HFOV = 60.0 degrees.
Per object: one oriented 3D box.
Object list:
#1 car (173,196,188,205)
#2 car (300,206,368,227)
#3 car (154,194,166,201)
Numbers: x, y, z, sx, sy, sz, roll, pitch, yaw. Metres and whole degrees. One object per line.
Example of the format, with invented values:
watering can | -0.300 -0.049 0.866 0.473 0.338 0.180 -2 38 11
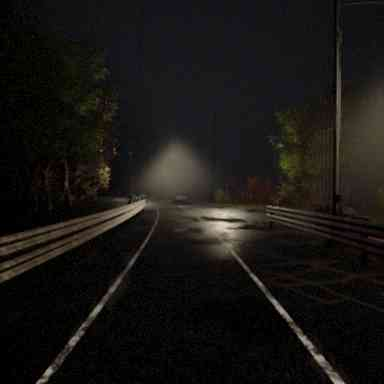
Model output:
car | -2.085 1.463 59.091 2.128 1.511 4.902 0 0 -17
car | 9.036 1.614 21.672 1.882 1.535 5.008 0 0 -17
car | -7.322 1.260 76.716 2.097 1.767 4.553 0 0 -17
